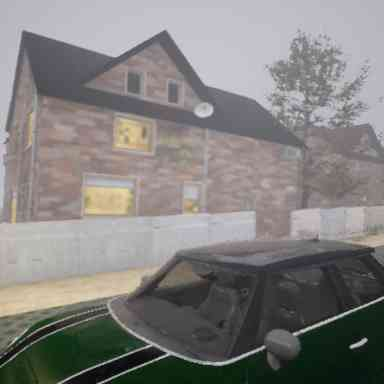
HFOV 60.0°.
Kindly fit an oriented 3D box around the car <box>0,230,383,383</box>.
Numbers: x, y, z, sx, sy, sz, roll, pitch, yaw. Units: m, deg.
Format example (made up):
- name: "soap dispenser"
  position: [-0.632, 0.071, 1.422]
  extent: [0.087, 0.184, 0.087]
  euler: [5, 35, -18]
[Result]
- name: "car"
  position: [0.409, 1.359, 3.345]
  extent: [4.553, 1.767, 2.097]
  euler: [0, 0, -35]
